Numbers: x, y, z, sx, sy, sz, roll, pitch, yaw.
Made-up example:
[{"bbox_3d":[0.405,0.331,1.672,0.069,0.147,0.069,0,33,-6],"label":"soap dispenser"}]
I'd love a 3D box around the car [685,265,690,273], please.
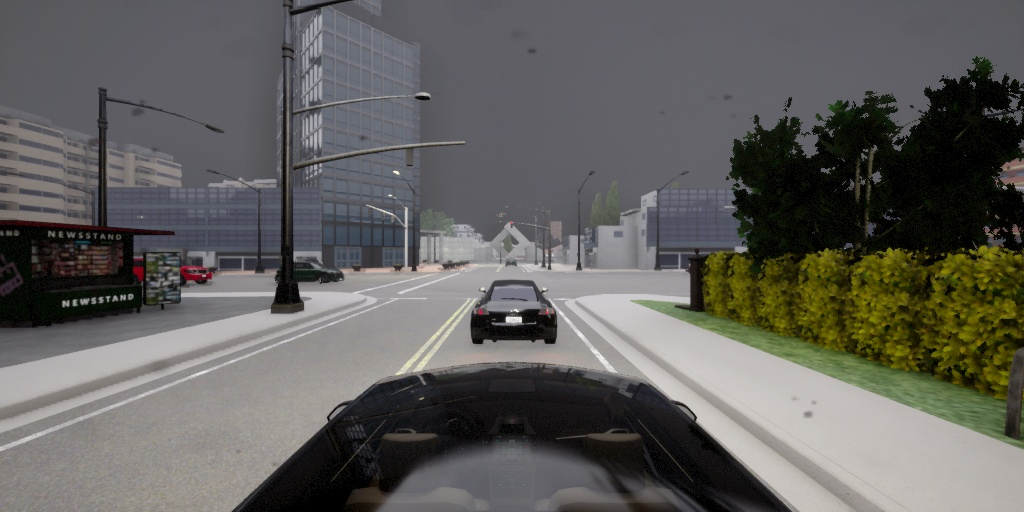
[{"bbox_3d":[21.199,1.177,38.330,5.008,1.535,1.882,0,0,-1],"label":"car"}]

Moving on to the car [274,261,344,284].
[{"bbox_3d":[-15.234,1.196,27.184,4.553,1.767,2.097,0,0,-1],"label":"car"}]

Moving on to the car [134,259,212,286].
[{"bbox_3d":[-26.017,1.190,27.051,5.566,2.045,2.150,-1,0,-1],"label":"car"}]

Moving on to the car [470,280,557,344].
[{"bbox_3d":[0.045,1.314,9.583,1.994,1.385,4.181,0,0,0],"label":"car"}]
